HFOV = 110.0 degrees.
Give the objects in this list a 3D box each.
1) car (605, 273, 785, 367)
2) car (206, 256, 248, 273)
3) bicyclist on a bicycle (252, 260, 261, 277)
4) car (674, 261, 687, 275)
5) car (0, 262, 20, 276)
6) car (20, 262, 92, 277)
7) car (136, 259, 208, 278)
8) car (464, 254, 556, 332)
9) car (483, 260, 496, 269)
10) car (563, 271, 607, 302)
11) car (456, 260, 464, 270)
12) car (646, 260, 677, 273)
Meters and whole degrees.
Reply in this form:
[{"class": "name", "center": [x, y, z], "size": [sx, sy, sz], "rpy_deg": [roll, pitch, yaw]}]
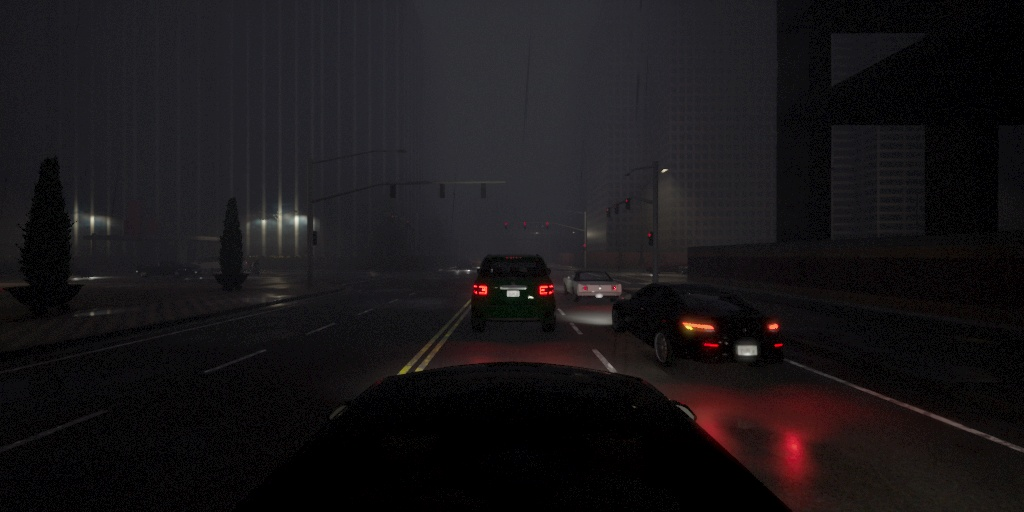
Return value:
[{"class": "car", "center": [3.589, 1.275, 7.770], "size": [1.812, 1.442, 4.674], "rpy_deg": [0, 0, 0]}, {"class": "car", "center": [-32.833, 0.968, 40.182], "size": [5.566, 2.045, 2.150], "rpy_deg": [0, 0, 0]}, {"class": "bicyclist on a bicycle", "center": [-24.645, 1.200, 34.554], "size": [0.582, 1.620, 1.656], "rpy_deg": [0, 0, -13]}, {"class": "car", "center": [19.877, 1.348, 37.168], "size": [4.718, 1.301, 1.895], "rpy_deg": [0, 0, 1]}, {"class": "car", "center": [-50.679, 1.311, 36.566], "size": [4.181, 1.385, 1.994], "rpy_deg": [0, 0, 3]}, {"class": "car", "center": [-41.554, 1.312, 32.987], "size": [4.181, 1.385, 1.994], "rpy_deg": [0, 0, 0]}, {"class": "car", "center": [-31.586, 1.239, 33.034], "size": [4.902, 1.511, 2.128], "rpy_deg": [0, 0, 0]}, {"class": "car", "center": [0.057, 0.971, 11.013], "size": [2.150, 2.045, 5.566], "rpy_deg": [0, 0, 1]}, {"class": "car", "center": [-3.549, 1.346, 57.510], "size": [1.895, 1.301, 4.718], "rpy_deg": [0, 0, 0]}, {"class": "car", "center": [3.593, 1.350, 16.932], "size": [1.895, 1.301, 4.718], "rpy_deg": [0, 0, 0]}, {"class": "car", "center": [-7.059, 1.272, 53.730], "size": [1.812, 1.442, 4.674], "rpy_deg": [0, 0, 0]}, {"class": "car", "center": [17.808, 1.225, 40.681], "size": [5.008, 1.535, 1.882], "rpy_deg": [0, 0, 0]}]
